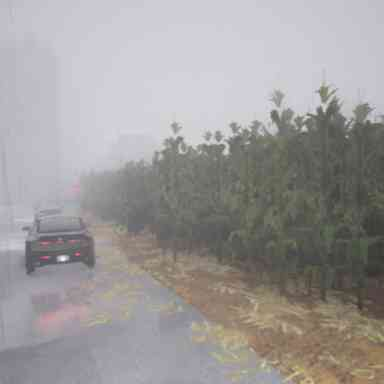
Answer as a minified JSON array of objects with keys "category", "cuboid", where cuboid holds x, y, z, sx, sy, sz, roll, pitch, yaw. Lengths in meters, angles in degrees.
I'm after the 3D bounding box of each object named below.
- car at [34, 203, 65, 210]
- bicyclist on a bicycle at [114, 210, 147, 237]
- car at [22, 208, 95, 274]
[{"category":"car","cuboid":[-9.794,1.460,22.924,1.812,1.442,4.674,-1,1,-25]},{"category":"bicyclist on a bicycle","cuboid":[-2.758,1.234,15.298,1.656,1.620,0.582,-2,1,-25]},{"category":"car","cuboid":[-4.361,1.502,10.923,1.837,1.490,4.892,-1,0,-24]}]
